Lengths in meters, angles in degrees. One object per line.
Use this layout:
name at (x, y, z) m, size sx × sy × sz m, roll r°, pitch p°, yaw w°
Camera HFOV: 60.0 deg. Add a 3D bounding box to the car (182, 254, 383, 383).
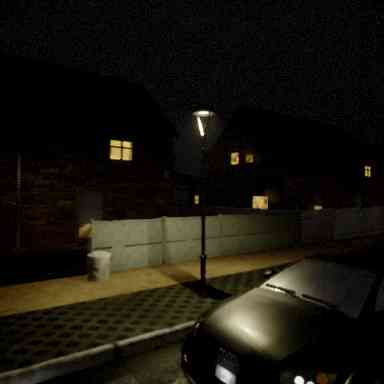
car at (1.942, 1.579, 4.331) m, size 4.181 × 1.385 × 1.994 m, roll 0°, pitch 0°, yaw -35°
